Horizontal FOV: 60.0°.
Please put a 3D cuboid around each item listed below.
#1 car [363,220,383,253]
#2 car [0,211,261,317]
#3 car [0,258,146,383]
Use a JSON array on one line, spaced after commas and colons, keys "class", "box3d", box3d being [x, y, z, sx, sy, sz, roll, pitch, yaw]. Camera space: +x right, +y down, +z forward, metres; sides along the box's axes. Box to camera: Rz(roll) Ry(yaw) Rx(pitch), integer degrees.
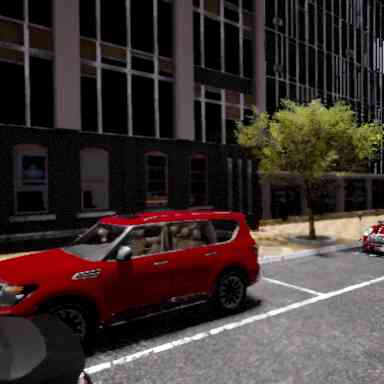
[{"class": "car", "box3d": [8.141, 1.426, 12.401, 4.097, 1.590, 1.967, 0, -1, -35]}, {"class": "car", "box3d": [-0.923, 1.314, 6.046, 5.009, 1.841, 2.192, 0, -1, -35]}, {"class": "car", "box3d": [-2.868, 1.495, 1.333, 4.902, 1.511, 2.128, 0, 0, -36]}]
